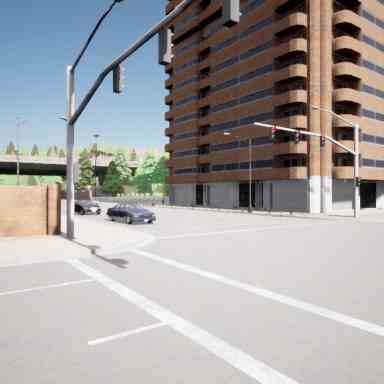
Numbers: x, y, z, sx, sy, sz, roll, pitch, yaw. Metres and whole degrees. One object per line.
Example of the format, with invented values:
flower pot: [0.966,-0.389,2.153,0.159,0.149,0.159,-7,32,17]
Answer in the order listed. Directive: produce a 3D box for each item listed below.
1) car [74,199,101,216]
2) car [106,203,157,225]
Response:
car: [-10.545,1.491,32.983,2.128,1.511,4.902,0,0,-36]
car: [-4.673,1.547,24.821,2.033,1.411,5.357,0,0,-36]
